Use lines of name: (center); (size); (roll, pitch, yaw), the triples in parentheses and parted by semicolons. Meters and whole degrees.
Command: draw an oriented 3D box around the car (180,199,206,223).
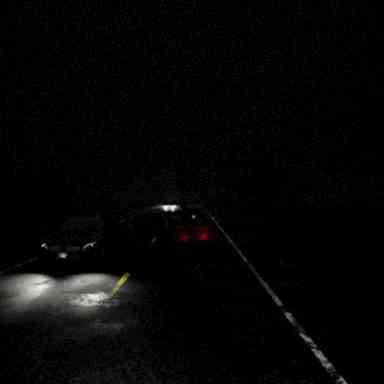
car: (0.100, 1.476, 24.791); (1.812, 1.442, 4.674); (0, 0, 0)

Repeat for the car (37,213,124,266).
car: (-3.599, 1.503, 11.609); (1.812, 1.442, 4.674); (0, 0, 0)

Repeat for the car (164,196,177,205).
car: (-3.552, 1.374, 54.641); (2.128, 1.511, 4.902); (0, 0, 0)
